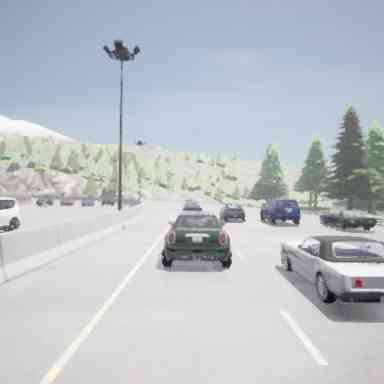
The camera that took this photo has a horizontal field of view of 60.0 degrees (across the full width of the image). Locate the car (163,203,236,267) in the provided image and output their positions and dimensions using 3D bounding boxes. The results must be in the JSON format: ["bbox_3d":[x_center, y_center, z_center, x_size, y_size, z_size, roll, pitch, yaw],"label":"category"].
[{"bbox_3d":[0.171,1.462,12.065,2.097,1.767,4.553,1,-1,0],"label":"car"}]

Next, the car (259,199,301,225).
[{"bbox_3d":[7.155,1.554,27.454,2.150,2.045,5.566,1,0,-1],"label":"car"}]

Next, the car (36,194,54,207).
[{"bbox_3d":[-25.327,1.445,57.661,2.150,2.045,5.566,1,-1,-14],"label":"car"}]

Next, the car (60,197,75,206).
[{"bbox_3d":[-22.034,1.616,58.785,2.097,1.767,4.553,1,-1,-14],"label":"car"}]

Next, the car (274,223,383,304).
[{"bbox_3d":[3.645,1.720,8.345,1.895,1.301,4.718,1,0,0],"label":"car"}]

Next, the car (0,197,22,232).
[{"bbox_3d":[-10.514,1.246,16.246,2.150,2.045,5.566,1,-1,0],"label":"car"}]

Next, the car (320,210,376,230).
[{"bbox_3d":[10.698,1.937,23.302,1.895,1.301,4.718,1,0,0],"label":"car"}]

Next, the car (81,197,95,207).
[{"bbox_3d":[-18.478,1.666,59.098,2.097,1.767,4.553,1,-1,-14],"label":"car"}]

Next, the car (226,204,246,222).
[{"bbox_3d":[3.546,1.802,29.905,2.128,1.511,4.902,1,0,-2],"label":"car"}]

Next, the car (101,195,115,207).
[{"bbox_3d":[-15.063,1.604,59.937,2.150,2.045,5.566,1,0,-14],"label":"car"}]
